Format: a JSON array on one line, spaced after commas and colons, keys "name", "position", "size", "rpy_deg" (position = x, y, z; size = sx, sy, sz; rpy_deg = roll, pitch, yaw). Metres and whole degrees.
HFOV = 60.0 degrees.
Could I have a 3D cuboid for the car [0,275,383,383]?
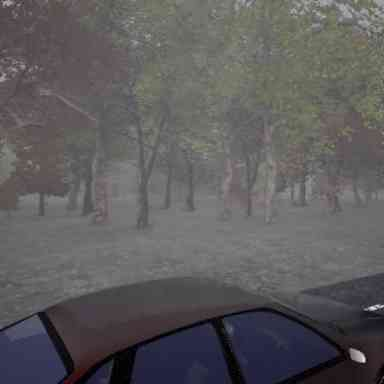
[{"name": "car", "position": [-0.007, 1.548, 2.947], "size": [5.357, 1.411, 2.033], "rpy_deg": [0, 0, -33]}]
